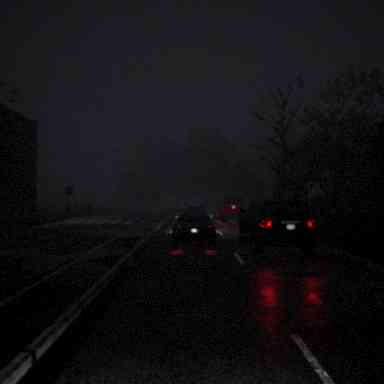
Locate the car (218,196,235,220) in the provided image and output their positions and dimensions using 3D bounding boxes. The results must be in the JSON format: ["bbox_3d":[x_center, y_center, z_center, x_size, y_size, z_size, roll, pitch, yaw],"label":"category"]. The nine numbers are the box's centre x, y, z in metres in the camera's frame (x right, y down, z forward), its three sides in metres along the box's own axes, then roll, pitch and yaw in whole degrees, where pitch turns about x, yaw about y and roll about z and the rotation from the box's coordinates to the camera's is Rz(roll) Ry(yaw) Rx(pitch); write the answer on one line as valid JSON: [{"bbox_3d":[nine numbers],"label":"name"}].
[{"bbox_3d":[3.610,1.356,30.083,2.150,2.045,5.566,0,0,4],"label":"car"}]

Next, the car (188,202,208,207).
[{"bbox_3d":[0.554,1.677,32.060,1.812,1.442,4.674,0,0,5],"label":"car"}]

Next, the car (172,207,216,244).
[{"bbox_3d":[0.095,1.640,16.325,1.994,1.385,4.181,0,0,0],"label":"car"}]

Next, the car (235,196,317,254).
[{"bbox_3d":[3.340,1.285,13.905,2.150,2.045,5.566,0,0,0],"label":"car"}]
